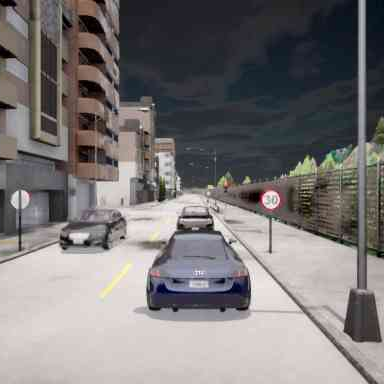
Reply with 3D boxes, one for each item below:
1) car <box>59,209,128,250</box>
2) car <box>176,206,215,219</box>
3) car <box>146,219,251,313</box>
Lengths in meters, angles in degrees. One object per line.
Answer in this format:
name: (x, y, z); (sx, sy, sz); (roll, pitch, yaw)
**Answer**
car: (-4.021, 1.491, 14.270); (2.128, 1.511, 4.902); (0, 0, 0)
car: (0.184, 1.491, 17.690); (2.128, 1.511, 4.902); (0, 0, 1)
car: (0.130, 1.564, 7.775); (1.994, 1.385, 4.181); (0, 0, 0)
